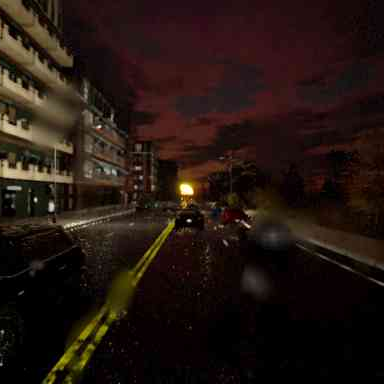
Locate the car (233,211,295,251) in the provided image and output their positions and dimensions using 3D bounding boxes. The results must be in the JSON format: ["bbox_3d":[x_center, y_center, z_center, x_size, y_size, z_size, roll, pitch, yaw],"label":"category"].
[{"bbox_3d":[3.252,1.773,15.289,1.994,1.385,4.181,0,-1,0],"label":"car"}]

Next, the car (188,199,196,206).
[{"bbox_3d":[0.007,2.476,80.460,2.097,1.767,4.553,0,-1,0],"label":"car"}]

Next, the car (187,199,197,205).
[{"bbox_3d":[0.006,2.471,62.783,1.895,1.301,4.718,0,-1,0],"label":"car"}]

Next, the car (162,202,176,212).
[{"bbox_3d":[-3.321,2.227,49.240,2.033,1.411,5.357,0,-1,0],"label":"car"}]

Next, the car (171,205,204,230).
[{"bbox_3d":[-0.150,1.891,23.827,1.994,1.385,4.181,0,-1,1],"label":"car"}]

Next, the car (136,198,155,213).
[{"bbox_3d":[-6.580,1.878,47.441,2.150,2.045,5.566,0,-1,0],"label":"car"}]

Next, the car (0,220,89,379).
[{"bbox_3d":[-3.349,1.429,5.518,2.097,1.767,4.553,0,-1,0],"label":"car"}]

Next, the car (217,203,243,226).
[{"bbox_3d":[3.253,1.886,26.289,1.812,1.442,4.674,0,-1,0],"label":"car"}]

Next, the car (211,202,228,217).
[{"bbox_3d":[3.254,1.864,37.261,2.097,1.767,4.553,0,-1,0],"label":"car"}]
